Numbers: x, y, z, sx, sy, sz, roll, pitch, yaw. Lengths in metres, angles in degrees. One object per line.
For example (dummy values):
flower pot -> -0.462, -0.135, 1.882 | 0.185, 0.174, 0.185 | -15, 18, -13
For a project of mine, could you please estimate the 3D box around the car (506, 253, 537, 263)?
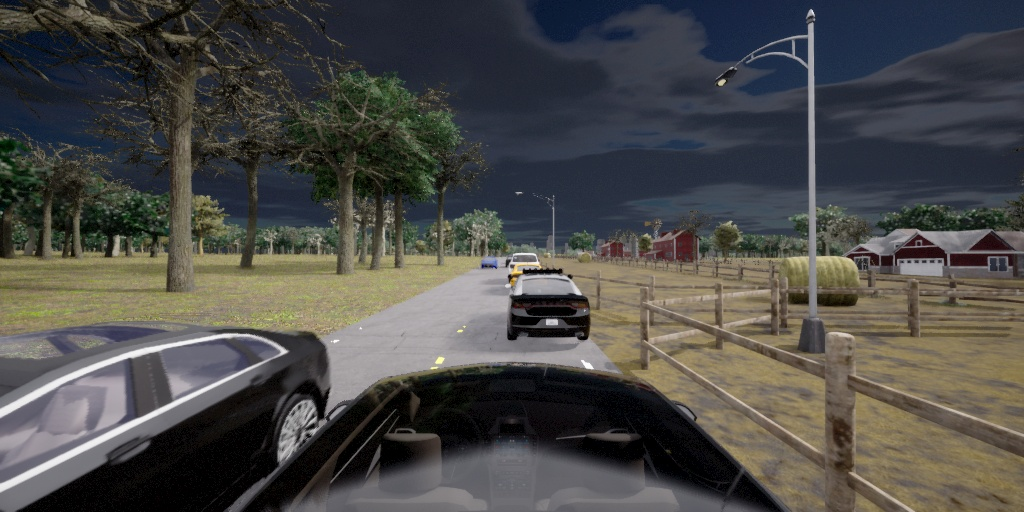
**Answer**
car -> 0.846, 0.810, 25.941 | 2.150, 2.045, 5.566 | 0, 1, 0

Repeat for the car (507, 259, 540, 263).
car -> 0.840, 1.134, 19.910 | 1.882, 1.535, 5.008 | 0, 1, 0

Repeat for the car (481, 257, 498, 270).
car -> -2.714, 0.831, 43.553 | 1.882, 1.535, 5.008 | 0, 1, 0

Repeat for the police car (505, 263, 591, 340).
police car -> 0.832, 1.156, 10.019 | 1.930, 1.638, 5.238 | 0, 0, 0

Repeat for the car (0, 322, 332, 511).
car -> -2.851, 1.241, 1.898 | 2.128, 1.511, 4.902 | 0, 0, 0
